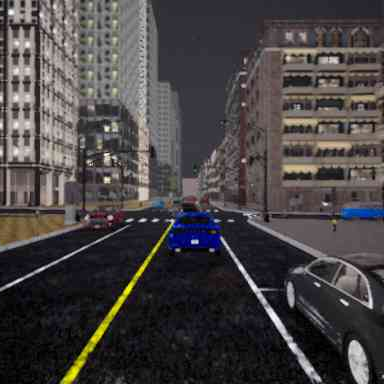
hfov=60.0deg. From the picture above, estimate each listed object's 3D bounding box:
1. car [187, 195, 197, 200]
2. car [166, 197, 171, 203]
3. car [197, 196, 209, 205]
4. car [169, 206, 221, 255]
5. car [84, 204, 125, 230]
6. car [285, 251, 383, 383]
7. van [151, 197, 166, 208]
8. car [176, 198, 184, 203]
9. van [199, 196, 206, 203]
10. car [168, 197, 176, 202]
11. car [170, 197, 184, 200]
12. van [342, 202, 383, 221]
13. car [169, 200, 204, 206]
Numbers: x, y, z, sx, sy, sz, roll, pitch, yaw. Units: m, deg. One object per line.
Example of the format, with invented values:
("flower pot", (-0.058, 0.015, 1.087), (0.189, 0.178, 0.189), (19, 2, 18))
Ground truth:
("car", (-0.008, 1.791, 83.560), (2.150, 2.045, 5.566), (0, 0, 0))
("car", (-5.701, 2.048, 76.482), (1.752, 1.417, 4.829), (0, 0, 0))
("car", (2.679, 1.799, 71.105), (2.192, 1.841, 5.009), (0, 0, 0))
("car", (0.098, 1.568, 13.740), (1.882, 1.535, 5.008), (0, -1, 0))
("car", (-5.694, 1.584, 21.976), (1.967, 1.590, 4.097), (0, 0, 0))
("car", (2.689, 1.584, 5.030), (2.008, 1.369, 4.403), (0, 0, 0))
("van", (-5.699, 1.706, 54.450), (1.690, 1.788, 3.998), (0, 0, 0))
("car", (-3.010, 2.131, 85.579), (1.994, 1.385, 4.181), (0, 0, 0))
("van", (2.677, 1.946, 87.757), (1.690, 1.788, 3.998), (0, 0, 0))
("car", (-5.704, 2.085, 93.305), (1.967, 1.590, 4.097), (0, 0, 0))
("car", (-3.008, 2.071, 69.952), (1.895, 1.301, 4.718), (0, 0, 0))
("van", (16.925, 1.919, 32.710), (3.998, 1.788, 1.690), (1, -1, 0))
("car", (-0.592, 1.706, 29.170), (1.837, 1.490, 4.892), (1, -1, -10))
